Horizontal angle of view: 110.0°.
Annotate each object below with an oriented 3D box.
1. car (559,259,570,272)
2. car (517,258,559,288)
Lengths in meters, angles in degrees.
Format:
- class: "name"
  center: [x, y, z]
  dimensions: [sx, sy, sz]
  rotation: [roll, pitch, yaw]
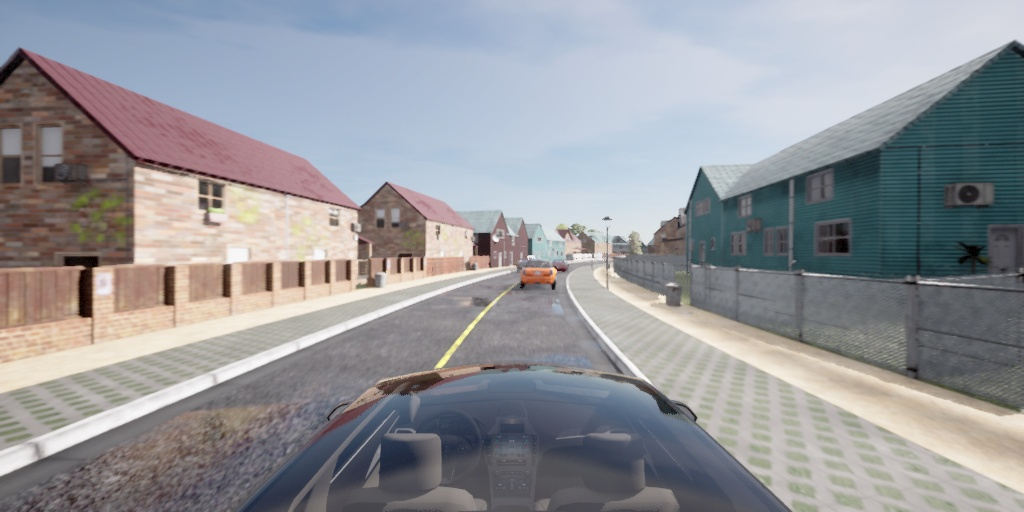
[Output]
- class: "car"
  center: [5.386, 1.071, 40.570]
  dimensions: [1.994, 1.385, 4.181]
  rotation: [0, 0, 15]
- class: "car"
  center: [1.749, 0.990, 22.619]
  dimensions: [2.097, 1.767, 4.553]
  rotation: [0, 0, 8]
